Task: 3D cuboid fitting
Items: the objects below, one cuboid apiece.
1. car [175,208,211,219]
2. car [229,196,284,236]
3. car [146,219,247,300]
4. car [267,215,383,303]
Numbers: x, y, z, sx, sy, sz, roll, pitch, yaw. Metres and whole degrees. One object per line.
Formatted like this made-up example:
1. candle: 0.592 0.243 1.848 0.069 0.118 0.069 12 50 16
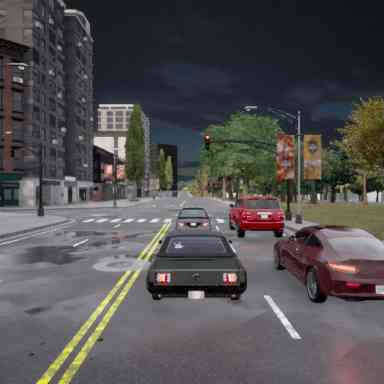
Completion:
1. car: 0.060 1.543 17.916 2.033 1.411 5.357 0 0 0
2. car: 3.309 1.217 17.877 2.150 2.045 5.566 0 0 0
3. car: 0.081 1.599 8.324 1.895 1.301 4.718 0 0 0
4. car: 3.334 1.524 8.065 1.812 1.442 4.674 0 0 0
